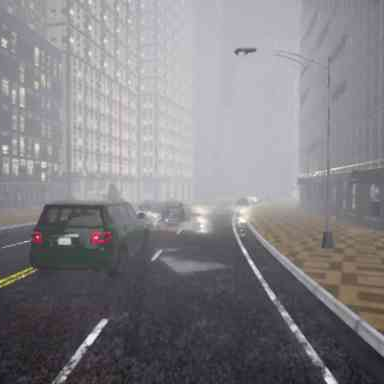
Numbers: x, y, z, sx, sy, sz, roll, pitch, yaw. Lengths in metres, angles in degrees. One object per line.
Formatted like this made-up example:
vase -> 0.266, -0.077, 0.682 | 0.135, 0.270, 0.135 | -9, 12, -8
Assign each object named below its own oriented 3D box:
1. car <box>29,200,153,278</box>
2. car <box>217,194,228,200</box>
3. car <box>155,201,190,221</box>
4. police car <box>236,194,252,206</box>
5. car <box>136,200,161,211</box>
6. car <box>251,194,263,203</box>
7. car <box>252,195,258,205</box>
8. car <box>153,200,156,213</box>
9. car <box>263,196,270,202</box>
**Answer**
car -> -2.829, 1.248, 10.403 | 2.150, 2.045, 5.566 | 0, 0, 3
car -> 7.288, 1.260, 78.804 | 2.097, 1.767, 4.553 | 0, 0, 20
car -> -1.307, 1.579, 27.852 | 2.128, 1.511, 4.902 | 0, 0, 7
police car -> 9.226, 1.683, 60.124 | 1.930, 1.638, 5.238 | 0, 0, 15
car -> -5.602, 1.712, 43.742 | 1.895, 1.301, 4.718 | 0, 0, 11
car -> 13.850, 1.563, 74.944 | 2.150, 2.045, 5.566 | 0, 0, 19
car -> 11.979, 1.834, 69.365 | 1.812, 1.442, 4.674 | 0, 0, 18
car -> -3.103, 1.715, 39.332 | 1.895, 1.301, 4.718 | 0, 0, 10
car -> 19.667, 1.981, 92.477 | 1.895, 1.301, 4.718 | 1, 0, 22
